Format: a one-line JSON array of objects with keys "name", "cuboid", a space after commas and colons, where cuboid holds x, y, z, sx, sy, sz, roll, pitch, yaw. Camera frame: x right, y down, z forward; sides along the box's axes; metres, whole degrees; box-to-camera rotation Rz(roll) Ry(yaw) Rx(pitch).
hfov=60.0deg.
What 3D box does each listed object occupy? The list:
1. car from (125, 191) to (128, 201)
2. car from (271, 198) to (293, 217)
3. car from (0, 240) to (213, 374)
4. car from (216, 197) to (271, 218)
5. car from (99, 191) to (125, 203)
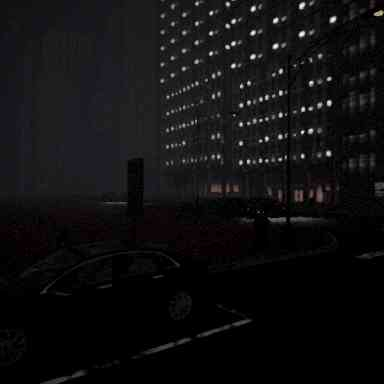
[{"name": "car", "cuboid": [-9.150, 0.584, 49.830, 2.097, 1.767, 4.553, 1, 1, -34]}, {"name": "car", "cuboid": [6.119, 1.172, 27.745, 1.837, 1.490, 4.892, 1, 1, -35]}, {"name": "car", "cuboid": [-1.672, 1.548, 5.515, 4.403, 1.369, 2.008, 0, 1, -35]}, {"name": "car", "cuboid": [3.424, 1.142, 25.927, 1.837, 1.490, 4.892, 1, 1, -35]}, {"name": "car", "cuboid": [-11.891, 0.708, 48.083, 1.837, 1.490, 4.892, 1, 0, -34]}]
